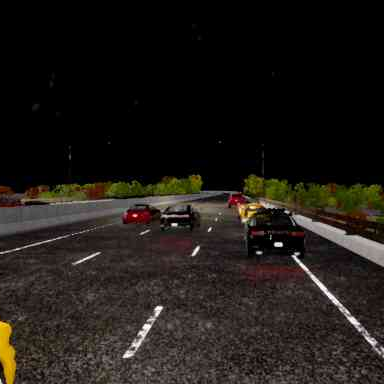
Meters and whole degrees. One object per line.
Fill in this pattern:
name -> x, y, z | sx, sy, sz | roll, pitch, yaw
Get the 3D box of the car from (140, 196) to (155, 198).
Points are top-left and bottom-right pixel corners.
car -> -8.537, 1.521, 69.424 | 2.033, 1.411, 5.357 | 0, 0, 7

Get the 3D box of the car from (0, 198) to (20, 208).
car -> -17.145, 1.346, 30.087 | 2.097, 1.767, 4.553 | 0, 0, 7

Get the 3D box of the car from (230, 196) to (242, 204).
car -> 8.437, 1.473, 64.161 | 2.128, 1.511, 4.902 | 0, 0, 7

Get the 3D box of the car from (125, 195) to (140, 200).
car -> -11.904, 1.458, 70.691 | 1.882, 1.535, 5.008 | 0, 0, 7

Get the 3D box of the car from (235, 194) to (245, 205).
car -> 4.992, 1.345, 28.590 | 2.097, 1.767, 4.553 | 0, 0, 7

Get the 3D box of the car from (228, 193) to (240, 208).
car -> 6.275, 1.210, 47.079 | 2.150, 2.045, 5.566 | 0, 0, 7

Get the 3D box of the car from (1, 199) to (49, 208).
car -> -13.797, 1.520, 28.669 | 1.812, 1.442, 4.674 | 0, 0, 7

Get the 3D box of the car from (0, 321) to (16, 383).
car -> -2.934, 1.477, 1.405 | 1.882, 1.535, 5.008 | 0, 0, 7

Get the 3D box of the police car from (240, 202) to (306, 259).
police car -> 3.001, 1.423, 12.855 | 1.930, 1.638, 5.238 | 0, 0, 7

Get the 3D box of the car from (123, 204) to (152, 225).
car -> -3.564, 1.560, 24.313 | 1.994, 1.385, 4.181 | 0, 0, 7

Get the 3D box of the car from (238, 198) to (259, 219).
car -> 4.267, 1.451, 22.855 | 1.801, 1.575, 5.366 | 0, 0, 7

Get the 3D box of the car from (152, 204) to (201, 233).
car -> -0.600, 1.488, 19.834 | 2.128, 1.511, 4.902 | 0, 0, 7

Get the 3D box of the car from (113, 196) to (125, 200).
car -> -15.377, 1.533, 71.131 | 1.994, 1.385, 4.181 | 0, 0, 7
